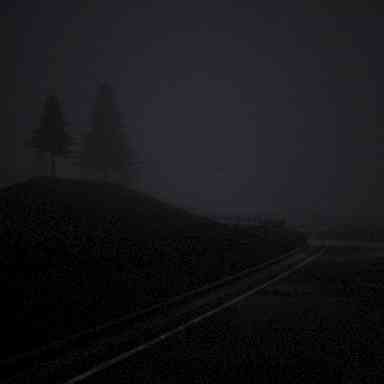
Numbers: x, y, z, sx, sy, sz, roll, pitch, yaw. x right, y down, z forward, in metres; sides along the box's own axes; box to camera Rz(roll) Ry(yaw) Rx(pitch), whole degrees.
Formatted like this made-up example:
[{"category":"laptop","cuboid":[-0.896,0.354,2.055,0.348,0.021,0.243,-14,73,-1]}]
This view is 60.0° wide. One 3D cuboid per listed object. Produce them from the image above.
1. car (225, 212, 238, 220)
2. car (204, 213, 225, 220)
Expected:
[{"category":"car","cuboid":[8.667,5.489,77.236,2.097,1.767,4.553,1,-4,-37]},{"category":"car","cuboid":[4.569,5.705,76.835,1.882,1.535,5.008,1,-4,-37]}]
